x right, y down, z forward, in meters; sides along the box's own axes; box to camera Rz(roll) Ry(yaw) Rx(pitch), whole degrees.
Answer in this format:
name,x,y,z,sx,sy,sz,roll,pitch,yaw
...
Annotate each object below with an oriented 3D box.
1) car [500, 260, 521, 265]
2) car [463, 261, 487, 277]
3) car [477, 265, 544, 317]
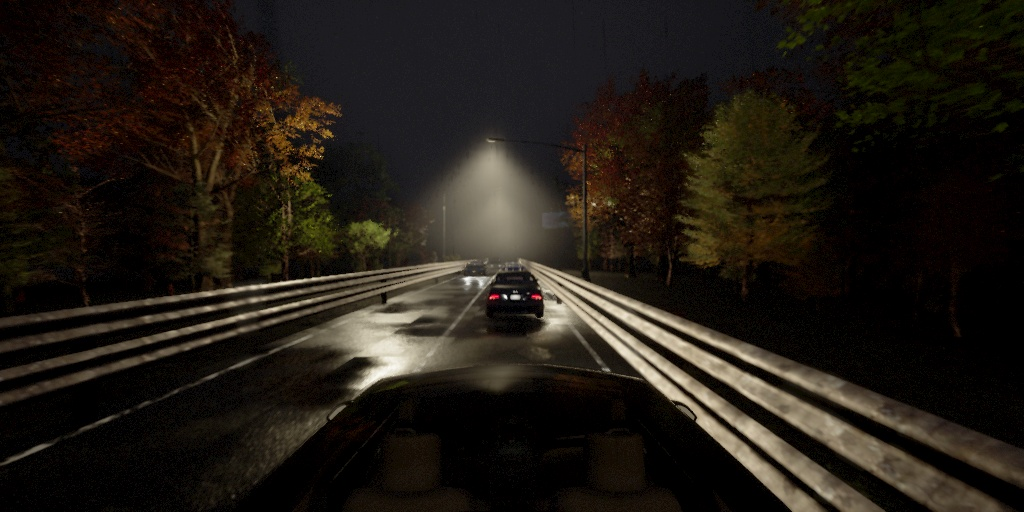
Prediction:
name,x,y,z,sx,sy,sz,roll,pitch,yaw
car,0.098,1.223,34.185,1.895,1.301,4.718,0,0,0
car,-3.346,1.187,33.616,1.994,1.385,4.181,0,0,0
car,0.095,1.213,12.749,2.033,1.411,5.357,0,0,0
